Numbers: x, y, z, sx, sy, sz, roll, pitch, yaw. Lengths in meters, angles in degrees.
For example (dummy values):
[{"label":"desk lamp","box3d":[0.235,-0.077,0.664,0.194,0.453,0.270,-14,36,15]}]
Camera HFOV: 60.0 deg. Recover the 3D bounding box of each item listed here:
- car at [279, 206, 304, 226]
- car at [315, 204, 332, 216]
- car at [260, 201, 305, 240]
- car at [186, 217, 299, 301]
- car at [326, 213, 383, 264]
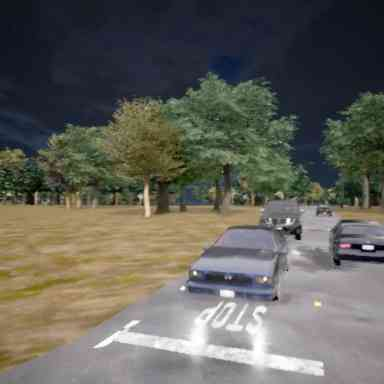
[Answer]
[{"label":"car","box3d":[8.747,2.022,29.059,1.837,1.490,4.892,0,-1,20]},{"label":"car","box3d":[17.091,2.342,43.130,1.837,1.490,4.892,0,-1,19]},{"label":"car","box3d":[5.268,1.527,19.257,2.150,2.045,5.566,0,-1,19]},{"label":"car","box3d":[1.586,1.624,8.898,2.033,1.411,5.357,0,-1,20]},{"label":"car","box3d":[6.003,1.706,11.997,2.033,1.411,5.357,0,-1,21]}]
